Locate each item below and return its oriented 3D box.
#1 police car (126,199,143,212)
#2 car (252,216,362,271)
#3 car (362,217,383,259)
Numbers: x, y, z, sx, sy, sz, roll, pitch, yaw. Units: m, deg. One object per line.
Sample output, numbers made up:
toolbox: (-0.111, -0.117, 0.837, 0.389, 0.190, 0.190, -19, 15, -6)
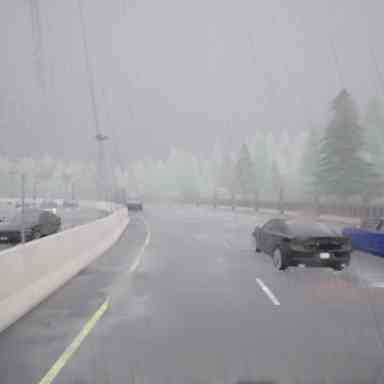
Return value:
police car: (-7.800, 1.708, 43.728, 1.930, 1.638, 5.238, 0, 0, -21)
car: (3.405, 1.553, 11.304, 1.882, 1.535, 5.008, 0, 0, -3)
car: (6.913, 1.553, 11.302, 1.882, 1.535, 5.008, 0, 0, -2)
